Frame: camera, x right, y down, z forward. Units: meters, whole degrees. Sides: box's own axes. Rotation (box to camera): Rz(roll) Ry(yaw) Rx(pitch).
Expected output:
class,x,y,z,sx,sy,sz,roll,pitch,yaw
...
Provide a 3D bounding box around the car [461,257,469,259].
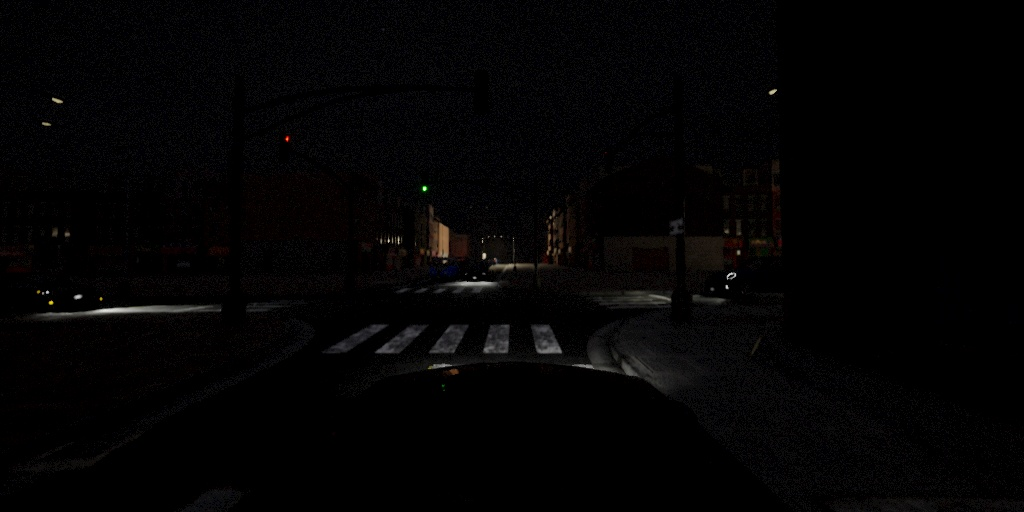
class,x,y,z,sx,sy,sz,roll,pitch,yaw
car,-5.296,0.992,36.293,2.192,1.841,5.009,0,0,0

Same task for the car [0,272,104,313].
class,x,y,z,sx,sy,sz,roll,pitch,yaw
car,-17.122,1.260,12.521,4.181,1.385,1.994,0,-2,0

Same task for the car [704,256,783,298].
class,x,y,z,sx,sy,sz,roll,pitch,yaw
car,10.841,0.813,15.455,4.553,1.767,2.097,-1,-2,0

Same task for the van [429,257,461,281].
class,x,y,z,sx,sy,sz,roll,pitch,yaw
van,-5.310,0.988,27.987,1.690,1.789,3.998,0,0,0

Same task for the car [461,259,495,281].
class,x,y,z,sx,sy,sz,roll,pitch,yaw
car,-2.674,1.197,28.382,2.033,1.411,5.357,0,0,0
